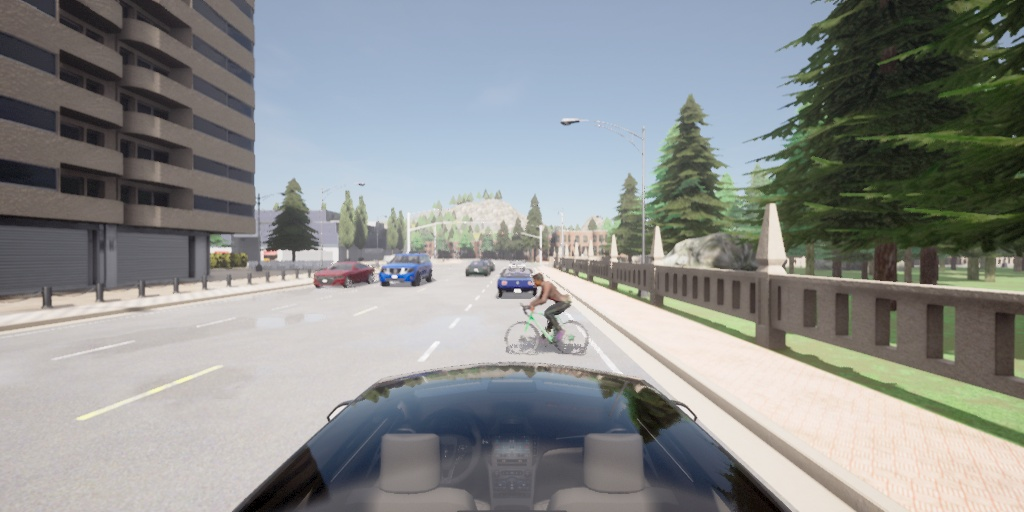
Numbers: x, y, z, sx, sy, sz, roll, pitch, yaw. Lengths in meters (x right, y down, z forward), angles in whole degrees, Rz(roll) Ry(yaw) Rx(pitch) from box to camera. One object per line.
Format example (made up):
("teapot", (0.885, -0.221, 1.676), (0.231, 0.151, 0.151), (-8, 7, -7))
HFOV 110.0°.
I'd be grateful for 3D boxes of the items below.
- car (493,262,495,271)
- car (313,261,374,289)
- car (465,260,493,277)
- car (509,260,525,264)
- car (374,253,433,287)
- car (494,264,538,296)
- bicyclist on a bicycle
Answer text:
("car", (-3.013, 1.086, 41.033), (1.994, 1.385, 4.181), (0, 0, 1))
("car", (-10.274, 1.106, 22.273), (1.882, 1.535, 5.008), (0, 0, 1))
("car", (-3.061, 1.135, 32.626), (1.994, 1.385, 4.181), (0, 0, 1))
("car", (0.563, 1.130, 40.037), (1.895, 1.301, 4.718), (0, 0, 1))
("car", (-6.745, 0.845, 23.503), (2.150, 2.045, 5.566), (0, 0, 1))
("car", (0.288, 1.255, 18.326), (1.895, 1.301, 4.718), (0, 0, 1))
("bicyclist on a bicycle", (0.682, 1.159, 7.052), (1.656, 1.620, 0.582), (-1, 0, 1))
